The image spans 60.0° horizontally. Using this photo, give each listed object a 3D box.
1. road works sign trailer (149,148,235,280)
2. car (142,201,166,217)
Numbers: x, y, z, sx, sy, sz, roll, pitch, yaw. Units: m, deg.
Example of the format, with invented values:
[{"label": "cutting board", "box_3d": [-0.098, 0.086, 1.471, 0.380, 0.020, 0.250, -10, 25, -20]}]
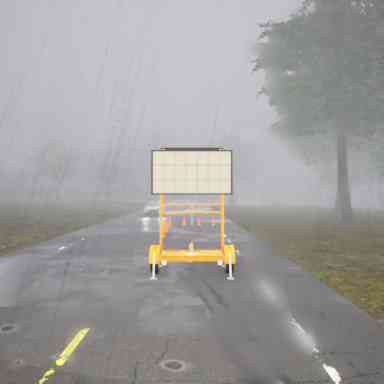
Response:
[{"label": "road works sign trailer", "box_3d": [-0.003, 0.479, 10.004, 2.380, 3.560, 2.880, 0, 0, 0]}, {"label": "car", "box_3d": [-3.621, 1.647, 32.678, 1.812, 1.442, 4.674, 0, 0, 0]}]
